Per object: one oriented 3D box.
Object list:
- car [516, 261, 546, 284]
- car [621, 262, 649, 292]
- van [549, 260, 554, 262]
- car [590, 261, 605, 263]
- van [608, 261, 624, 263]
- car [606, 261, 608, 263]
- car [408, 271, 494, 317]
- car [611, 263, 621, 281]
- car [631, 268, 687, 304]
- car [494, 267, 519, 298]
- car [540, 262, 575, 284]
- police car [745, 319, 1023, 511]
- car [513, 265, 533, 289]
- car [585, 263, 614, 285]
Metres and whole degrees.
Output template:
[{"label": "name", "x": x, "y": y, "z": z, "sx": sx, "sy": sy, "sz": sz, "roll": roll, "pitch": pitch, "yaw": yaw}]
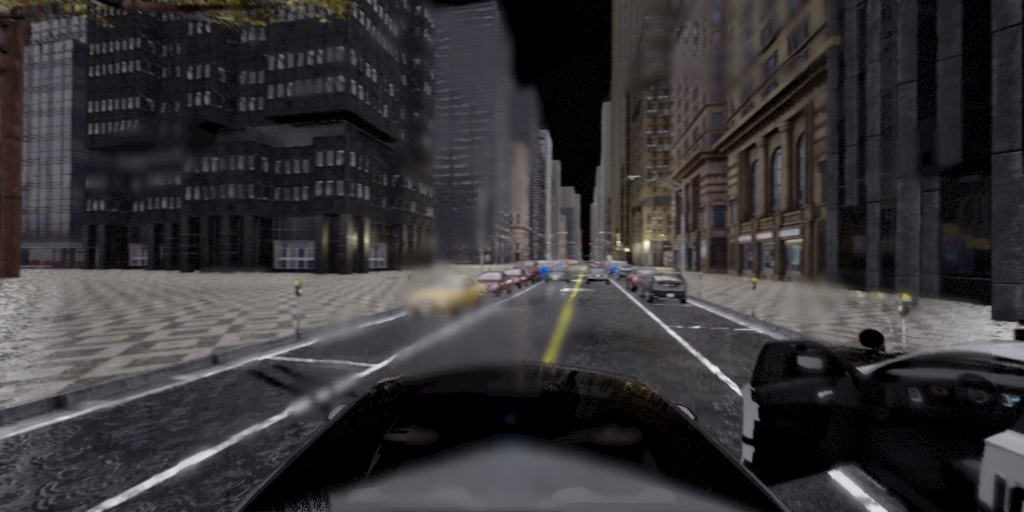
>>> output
[{"label": "car", "x": 1.265, "y": 1.308, "z": 30.493, "sx": 2.192, "sy": 1.841, "sz": 5.009, "roll": 0, "pitch": 0, "yaw": 12}, {"label": "car", "x": 8.451, "y": 1.431, "z": 23.202, "sx": 1.967, "sy": 1.591, "sz": 4.097, "roll": 0, "pitch": 0, "yaw": 12}, {"label": "van", "x": 3.585, "y": 1.444, "z": 41.608, "sx": 1.690, "sy": 1.789, "sz": 3.998, "roll": 0, "pitch": 0, "yaw": 12}, {"label": "car", "x": 10.328, "y": 1.682, "z": 45.432, "sx": 2.128, "sy": 1.511, "sz": 4.902, "roll": 0, "pitch": 0, "yaw": 12}, {"label": "van", "x": 11.932, "y": 1.497, "z": 39.875, "sx": 1.690, "sy": 1.789, "sz": 3.998, "roll": 0, "pitch": 0, "yaw": 12}, {"label": "car", "x": 13.092, "y": 1.757, "z": 45.432, "sx": 1.888, "sy": 1.381, "sz": 4.507, "roll": 0, "pitch": 0, "yaw": 12}, {"label": "car", "x": -2.250, "y": 1.355, "z": 13.655, "sx": 1.751, "sy": 1.417, "sz": 4.829, "roll": 0, "pitch": 0, "yaw": 12}, {"label": "car", "x": 10.772, "y": 1.651, "z": 34.317, "sx": 2.007, "sy": 1.370, "sz": 4.403, "roll": 0, "pitch": 0, "yaw": 12}, {"label": "car", "x": 7.291, "y": 1.487, "z": 17.644, "sx": 2.007, "sy": 1.370, "sz": 4.403, "roll": 0, "pitch": 0, "yaw": 12}, {"label": "car", "x": -1.055, "y": 1.466, "z": 19.379, "sx": 1.802, "sy": 1.307, "sz": 4.207, "roll": 0, "pitch": 0, "yaw": 12}, {"label": "car", "x": 3.929, "y": 1.503, "z": 30.112, "sx": 2.128, "sy": 1.511, "sz": 4.902, "roll": 0, "pitch": 0, "yaw": 12}, {"label": "police car", "x": 3.668, "y": 1.208, "z": 2.201, "sx": 1.930, "sy": 1.638, "sz": 5.238, "roll": 0, "pitch": 0, "yaw": 12}, {"label": "car", "x": 0.105, "y": 1.520, "z": 24.936, "sx": 1.802, "sy": 1.307, "sz": 4.207, "roll": 0, "pitch": 0, "yaw": 12}, {"label": "car", "x": 7.061, "y": 1.581, "z": 29.724, "sx": 2.033, "sy": 1.411, "sz": 5.357, "roll": 0, "pitch": 0, "yaw": 13}]
